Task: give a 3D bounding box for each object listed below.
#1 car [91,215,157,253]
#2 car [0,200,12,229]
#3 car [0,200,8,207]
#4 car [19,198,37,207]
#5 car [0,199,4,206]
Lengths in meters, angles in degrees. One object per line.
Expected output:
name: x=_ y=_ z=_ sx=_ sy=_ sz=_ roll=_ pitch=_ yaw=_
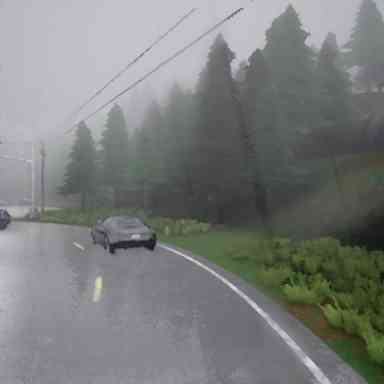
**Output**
car: x=-3.107 y=1.707 z=14.616 sx=1.994 sy=1.385 sz=4.181 roll=0 pitch=-1 yaw=-28
car: x=-14.410 y=1.439 z=22.115 sx=5.566 sy=2.045 sz=2.150 roll=-1 pitch=-1 yaw=31
car: x=-37.664 y=2.196 z=64.791 sx=4.181 sy=1.385 sz=1.994 roll=-1 pitch=-1 yaw=41
car: x=-31.463 y=1.857 z=63.752 sx=4.553 sy=1.767 sz=2.097 roll=-1 pitch=-1 yaw=44
car: x=-43.781 y=2.206 z=72.587 sx=5.008 sy=1.535 sz=1.882 roll=0 pitch=-1 yaw=21
